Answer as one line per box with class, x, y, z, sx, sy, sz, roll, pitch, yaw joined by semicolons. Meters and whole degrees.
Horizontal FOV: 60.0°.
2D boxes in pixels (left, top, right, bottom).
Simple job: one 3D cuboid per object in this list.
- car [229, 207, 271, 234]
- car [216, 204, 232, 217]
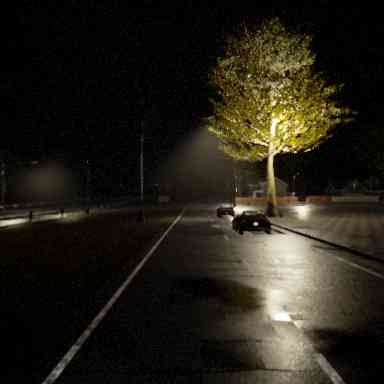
car;3.752;1.887;21.468;1.994;1.385;4.181;0;-1;0
car;3.881;2.163;38.994;2.128;1.511;4.902;0;-1;0
